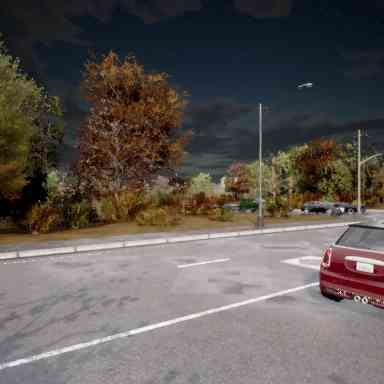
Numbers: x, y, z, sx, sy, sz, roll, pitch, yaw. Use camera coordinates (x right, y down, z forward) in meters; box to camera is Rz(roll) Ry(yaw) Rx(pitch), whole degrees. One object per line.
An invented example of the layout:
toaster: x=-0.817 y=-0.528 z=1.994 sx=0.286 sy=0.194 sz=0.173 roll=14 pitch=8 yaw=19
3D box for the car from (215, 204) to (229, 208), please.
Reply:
car: x=3.318 y=2.672 z=53.382 sx=1.895 sy=1.301 sz=4.718 roll=0 pitch=-3 yaw=-32

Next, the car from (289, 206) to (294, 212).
car: x=11.828 y=2.036 z=46.333 sx=1.882 sy=1.535 sz=5.008 roll=0 pitch=-3 yaw=-32

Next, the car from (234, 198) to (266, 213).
car: x=8.687 y=1.784 z=44.755 sx=2.150 sy=2.045 sz=5.566 roll=0 pitch=-3 yaw=-32

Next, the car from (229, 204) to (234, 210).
car: x=6.308 y=2.627 z=55.188 sx=2.033 sy=1.411 sz=5.357 roll=0 pitch=-3 yaw=-32

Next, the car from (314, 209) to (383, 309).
car: x=4.811 y=1.363 z=7.120 sx=4.553 sy=1.767 sz=2.097 roll=0 pitch=0 yaw=-35

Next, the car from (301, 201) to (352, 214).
car: x=14.102 y=1.709 z=36.062 sx=2.128 sy=1.511 sz=4.902 roll=0 pitch=-1 yaw=-32

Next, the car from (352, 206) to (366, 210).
car: x=17.144 y=1.827 z=37.807 sx=1.895 sy=1.301 sz=4.718 roll=0 pitch=-1 yaw=-32
